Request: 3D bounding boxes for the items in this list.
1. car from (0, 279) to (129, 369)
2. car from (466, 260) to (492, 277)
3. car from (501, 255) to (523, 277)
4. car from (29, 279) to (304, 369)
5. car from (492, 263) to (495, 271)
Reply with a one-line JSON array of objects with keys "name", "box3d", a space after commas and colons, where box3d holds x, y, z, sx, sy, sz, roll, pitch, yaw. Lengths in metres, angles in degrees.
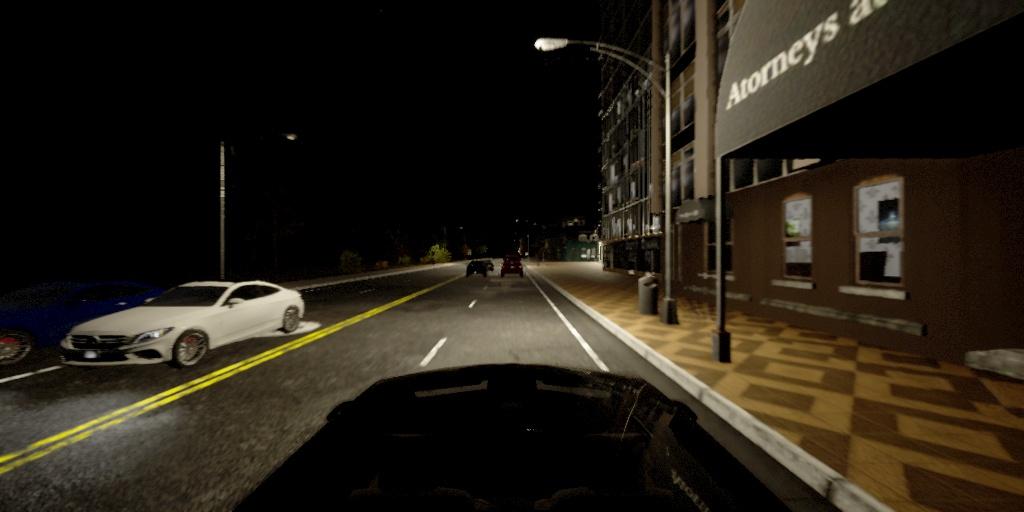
[{"name": "car", "box3d": [-9.791, 1.264, 7.910, 1.812, 1.442, 4.674, 0, 0, 1]}, {"name": "car", "box3d": [-3.241, 1.186, 34.070, 1.837, 1.490, 4.892, 0, 0, 0]}, {"name": "car", "box3d": [0.005, 1.031, 34.279, 2.097, 1.767, 4.553, 0, 0, 0]}, {"name": "car", "box3d": [-6.544, 1.263, 7.905, 1.812, 1.442, 4.674, 0, 0, 1]}, {"name": "car", "box3d": [-3.235, 1.202, 45.613, 2.033, 1.411, 5.357, 0, 0, 1]}]
